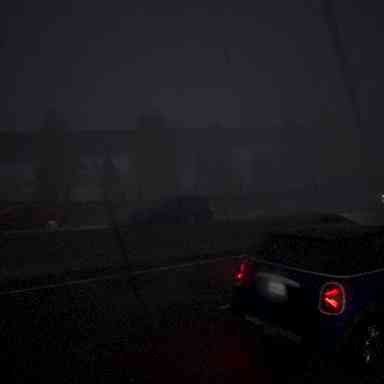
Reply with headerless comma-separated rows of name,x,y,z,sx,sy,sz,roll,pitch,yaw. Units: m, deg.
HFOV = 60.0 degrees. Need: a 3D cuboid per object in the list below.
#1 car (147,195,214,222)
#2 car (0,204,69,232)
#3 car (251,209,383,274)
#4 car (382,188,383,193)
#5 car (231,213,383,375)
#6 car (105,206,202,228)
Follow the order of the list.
car,-1.231,1.193,20.310,5.566,2.045,2.150,0,0,-35
car,-9.584,1.470,18.651,5.008,1.535,1.882,0,0,-35
car,4.453,1.450,11.222,5.008,1.535,1.882,0,0,-35
car,28.014,-0.689,45.441,5.357,1.411,2.033,-9,5,-35
car,2.896,1.337,5.812,4.553,1.767,2.097,0,0,-35
car,-1.934,1.544,15.508,4.181,1.385,1.994,0,0,-35
